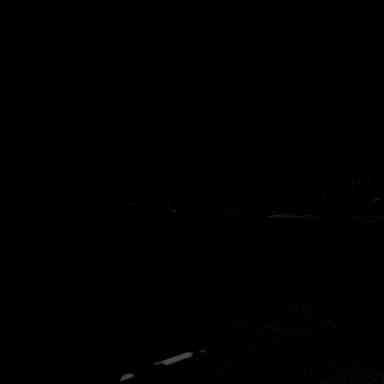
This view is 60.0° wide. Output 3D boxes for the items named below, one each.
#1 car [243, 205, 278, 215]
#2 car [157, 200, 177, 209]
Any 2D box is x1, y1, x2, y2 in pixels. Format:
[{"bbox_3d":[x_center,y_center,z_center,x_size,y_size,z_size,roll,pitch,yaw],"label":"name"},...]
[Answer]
[{"bbox_3d":[8.903,2.324,43.331,1.895,1.301,4.718,-1,0,-36],"label":"car"},{"bbox_3d":[-4.669,2.304,62.402,1.882,1.535,5.008,-1,1,-35],"label":"car"}]
